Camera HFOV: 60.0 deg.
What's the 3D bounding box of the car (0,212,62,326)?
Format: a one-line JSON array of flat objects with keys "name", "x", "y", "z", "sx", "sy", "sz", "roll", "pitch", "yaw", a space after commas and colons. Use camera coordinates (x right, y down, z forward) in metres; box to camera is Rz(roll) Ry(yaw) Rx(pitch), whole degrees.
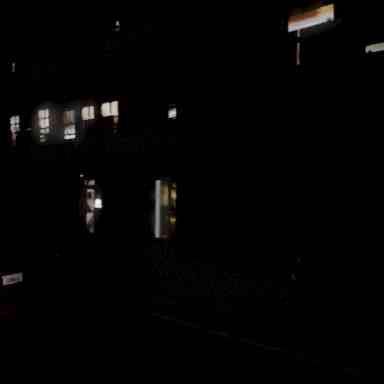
[{"name": "car", "x": -4.424, "y": 1.275, "z": 6.010, "sx": 5.009, "sy": 1.841, "sz": 2.192, "roll": 0, "pitch": 1, "yaw": 35}]
